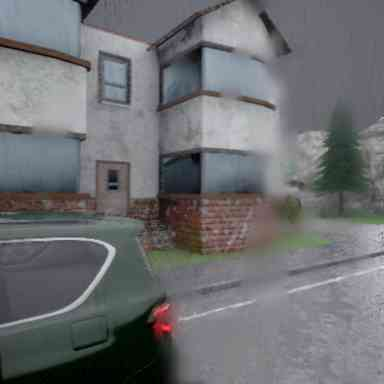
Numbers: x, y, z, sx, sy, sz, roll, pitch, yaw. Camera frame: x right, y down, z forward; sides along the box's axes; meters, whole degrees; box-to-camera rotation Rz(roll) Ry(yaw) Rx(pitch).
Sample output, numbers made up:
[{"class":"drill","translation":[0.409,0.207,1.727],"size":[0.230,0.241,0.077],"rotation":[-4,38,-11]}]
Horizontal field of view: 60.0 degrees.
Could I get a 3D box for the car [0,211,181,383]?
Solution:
[{"class":"car","translation":[-2.699,1.212,2.052],"size":[5.566,2.045,2.150],"rotation":[0,0,-35]}]
